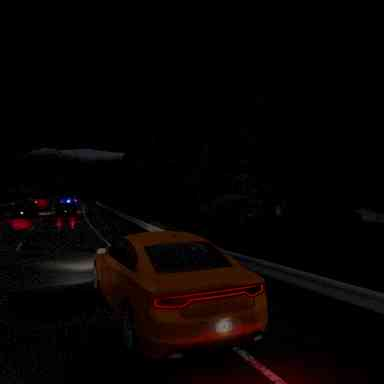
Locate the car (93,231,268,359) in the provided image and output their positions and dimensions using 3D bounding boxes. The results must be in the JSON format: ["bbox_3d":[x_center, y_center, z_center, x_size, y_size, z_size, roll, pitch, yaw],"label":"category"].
[{"bbox_3d":[-0.640,1.478,6.295,1.882,1.535,5.008,0,0,-25],"label":"car"}]

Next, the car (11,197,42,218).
[{"bbox_3d":[-15.059,1.505,30.161,1.837,1.490,4.892,0,0,-19],"label":"car"}]

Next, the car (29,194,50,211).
[{"bbox_3d":[-18.458,1.221,40.063,2.150,2.045,5.566,0,0,-19],"label":"car"}]

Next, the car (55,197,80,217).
[{"bbox_3d":[-11.882,1.491,31.546,2.128,1.511,4.902,0,0,-19],"label":"car"}]

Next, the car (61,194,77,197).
[{"bbox_3d":[-15.290,1.221,41.450,2.150,2.045,5.566,0,0,-18],"label":"car"}]
